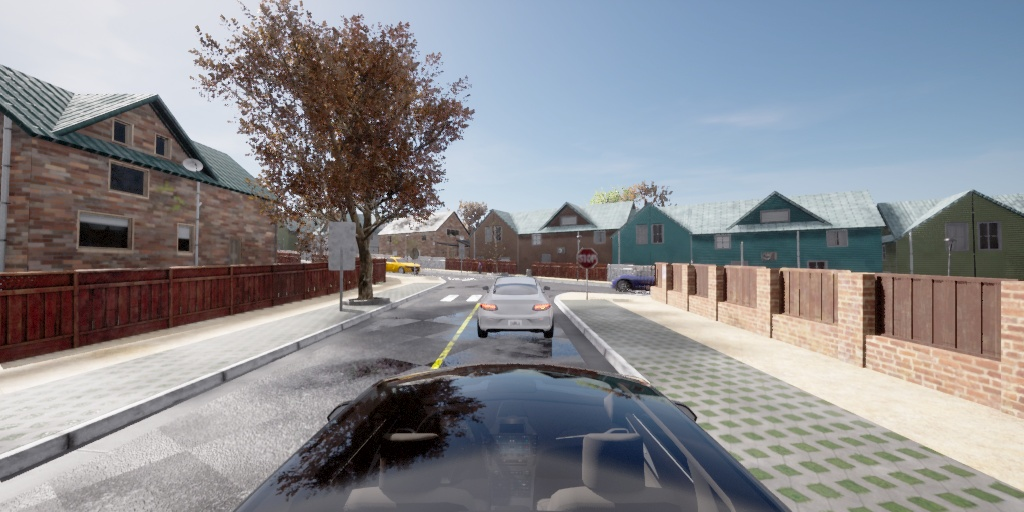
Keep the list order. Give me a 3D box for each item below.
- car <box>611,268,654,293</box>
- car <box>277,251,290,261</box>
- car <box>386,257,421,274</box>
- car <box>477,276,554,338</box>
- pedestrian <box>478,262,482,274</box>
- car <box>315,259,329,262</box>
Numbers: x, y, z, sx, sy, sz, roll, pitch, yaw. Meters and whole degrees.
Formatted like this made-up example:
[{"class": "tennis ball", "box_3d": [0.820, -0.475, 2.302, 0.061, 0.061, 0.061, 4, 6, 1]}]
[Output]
[{"class": "car", "box_3d": [8.864, 1.540, 23.462, 4.553, 1.767, 2.097, 2, 0, 21]}, {"class": "car", "box_3d": [-28.031, 0.203, 44.139, 5.008, 1.535, 1.882, 2, 0, 33]}, {"class": "car", "box_3d": [-10.634, 0.862, 33.233, 5.008, 1.535, 1.882, 2, 0, 32]}, {"class": "car", "box_3d": [0.116, 1.280, 10.066, 1.812, 1.442, 4.674, 0, 0, 1]}, {"class": "pedestrian", "box_3d": [-3.147, 1.122, 35.458, 0.375, 1.300, 0.375, -1, -5, 32]}, {"class": "car", "box_3d": [-19.370, 0.650, 38.700, 4.718, 1.301, 1.895, 2, 0, 32]}]
